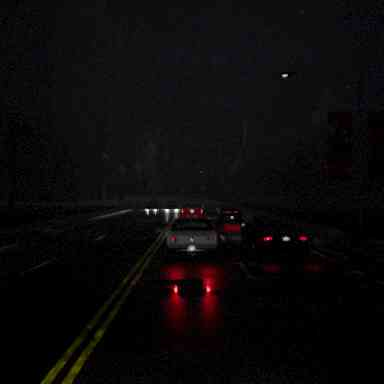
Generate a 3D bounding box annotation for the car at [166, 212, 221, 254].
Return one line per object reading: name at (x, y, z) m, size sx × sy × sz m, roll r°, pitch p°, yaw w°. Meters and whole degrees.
car at (0.000, 1.744, 14.106) m, size 1.895 × 1.301 × 4.718 m, roll 0°, pitch -1°, yaw 0°

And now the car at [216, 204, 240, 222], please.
car at (3.251, 1.809, 29.292) m, size 1.837 × 1.490 × 4.892 m, roll 0°, pitch 0°, yaw 0°

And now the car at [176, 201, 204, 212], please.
car at (0.000, 1.649, 29.077) m, size 2.097 × 1.767 × 4.553 m, roll 0°, pitch -1°, yaw 0°

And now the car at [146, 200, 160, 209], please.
car at (-6.504, 2.126, 56.001) m, size 2.033 × 1.411 × 5.357 m, roll 0°, pitch -1°, yaw 0°

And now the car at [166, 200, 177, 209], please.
car at (-3.258, 2.089, 55.681) m, size 1.837 × 1.490 × 4.892 m, roll 0°, pitch -1°, yaw 0°

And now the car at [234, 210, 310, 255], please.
car at (3.250, 1.690, 13.992) m, size 2.033 × 1.411 × 5.357 m, roll 0°, pitch -1°, yaw 0°
